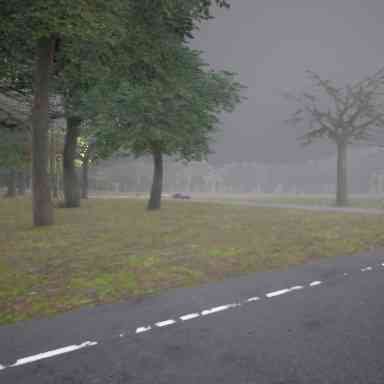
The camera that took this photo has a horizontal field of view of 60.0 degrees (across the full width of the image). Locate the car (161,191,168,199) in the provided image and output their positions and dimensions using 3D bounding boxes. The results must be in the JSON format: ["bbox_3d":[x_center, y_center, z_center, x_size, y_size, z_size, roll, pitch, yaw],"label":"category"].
[{"bbox_3d":[-6.596,0.512,68.391,1.882,1.535,5.008,2,-1,-36],"label":"car"}]

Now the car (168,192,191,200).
[{"bbox_3d":[-2.023,0.685,62.102,1.994,1.385,4.181,2,-1,-35],"label":"car"}]
